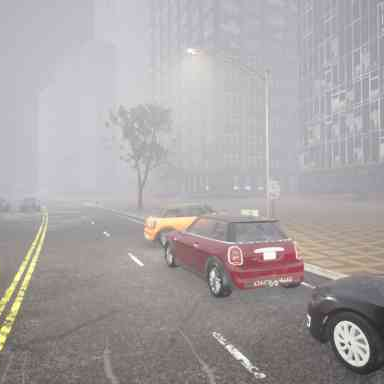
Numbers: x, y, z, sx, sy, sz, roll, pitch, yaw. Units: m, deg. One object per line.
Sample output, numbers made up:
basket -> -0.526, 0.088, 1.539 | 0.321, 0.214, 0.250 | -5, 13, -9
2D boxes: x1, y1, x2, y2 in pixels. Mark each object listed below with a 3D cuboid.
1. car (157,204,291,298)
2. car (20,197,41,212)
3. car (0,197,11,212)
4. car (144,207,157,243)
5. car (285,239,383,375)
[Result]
car -> 0.812, 1.355, 8.925 | 2.097, 1.767, 4.553 | 0, 0, -23
car -> -19.109, 1.392, 39.331 | 2.097, 1.767, 4.553 | 0, 0, -24
car -> -22.069, 1.389, 37.989 | 2.097, 1.767, 4.553 | 0, 0, -24
car -> 0.230, 1.277, 14.617 | 4.553, 1.767, 2.097 | -3, 1, -18
car -> 3.584, 1.505, 3.473 | 1.837, 1.490, 4.892 | 0, 0, -36
